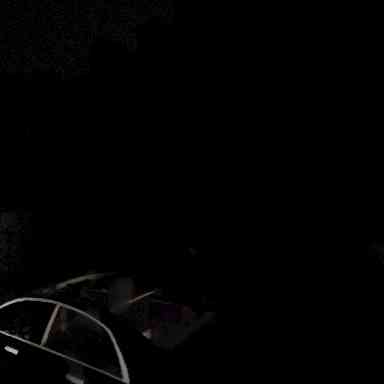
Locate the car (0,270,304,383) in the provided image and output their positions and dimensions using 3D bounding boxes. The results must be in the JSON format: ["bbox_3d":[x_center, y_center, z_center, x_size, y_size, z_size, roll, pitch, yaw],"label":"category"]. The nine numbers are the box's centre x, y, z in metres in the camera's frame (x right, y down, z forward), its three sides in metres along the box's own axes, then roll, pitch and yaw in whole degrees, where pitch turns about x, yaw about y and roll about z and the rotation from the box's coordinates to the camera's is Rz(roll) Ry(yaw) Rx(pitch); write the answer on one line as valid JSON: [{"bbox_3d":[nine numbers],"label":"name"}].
[{"bbox_3d":[-1.109,1.567,3.575,4.403,1.369,2.008,0,1,35],"label":"car"}]
